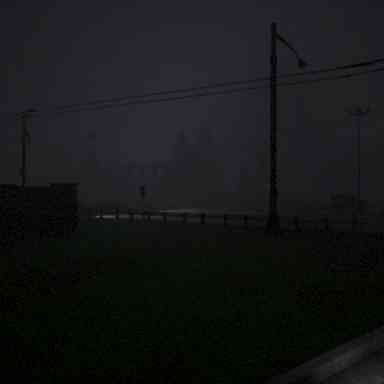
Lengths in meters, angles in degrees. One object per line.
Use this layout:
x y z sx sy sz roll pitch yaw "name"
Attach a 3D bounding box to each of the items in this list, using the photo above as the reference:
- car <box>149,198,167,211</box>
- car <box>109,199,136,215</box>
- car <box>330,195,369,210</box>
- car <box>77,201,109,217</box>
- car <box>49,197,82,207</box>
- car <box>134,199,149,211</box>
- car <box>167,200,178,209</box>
-6.139 1.573 41.787 4.902 1.511 2.128 0 0 29 "car"
-8.654 1.657 35.170 4.718 1.301 1.895 0 0 29 "car"
21.629 1.409 45.697 5.566 2.045 2.150 0 0 -22 "car"
-11.143 1.589 32.554 5.357 1.411 2.033 0 0 29 "car"
-20.546 1.608 53.891 5.357 1.411 2.033 0 0 29 "car"
-7.980 1.559 38.807 4.902 1.511 2.128 0 0 29 "car"
-4.272 1.603 45.774 4.892 1.490 1.837 0 0 20 "car"
